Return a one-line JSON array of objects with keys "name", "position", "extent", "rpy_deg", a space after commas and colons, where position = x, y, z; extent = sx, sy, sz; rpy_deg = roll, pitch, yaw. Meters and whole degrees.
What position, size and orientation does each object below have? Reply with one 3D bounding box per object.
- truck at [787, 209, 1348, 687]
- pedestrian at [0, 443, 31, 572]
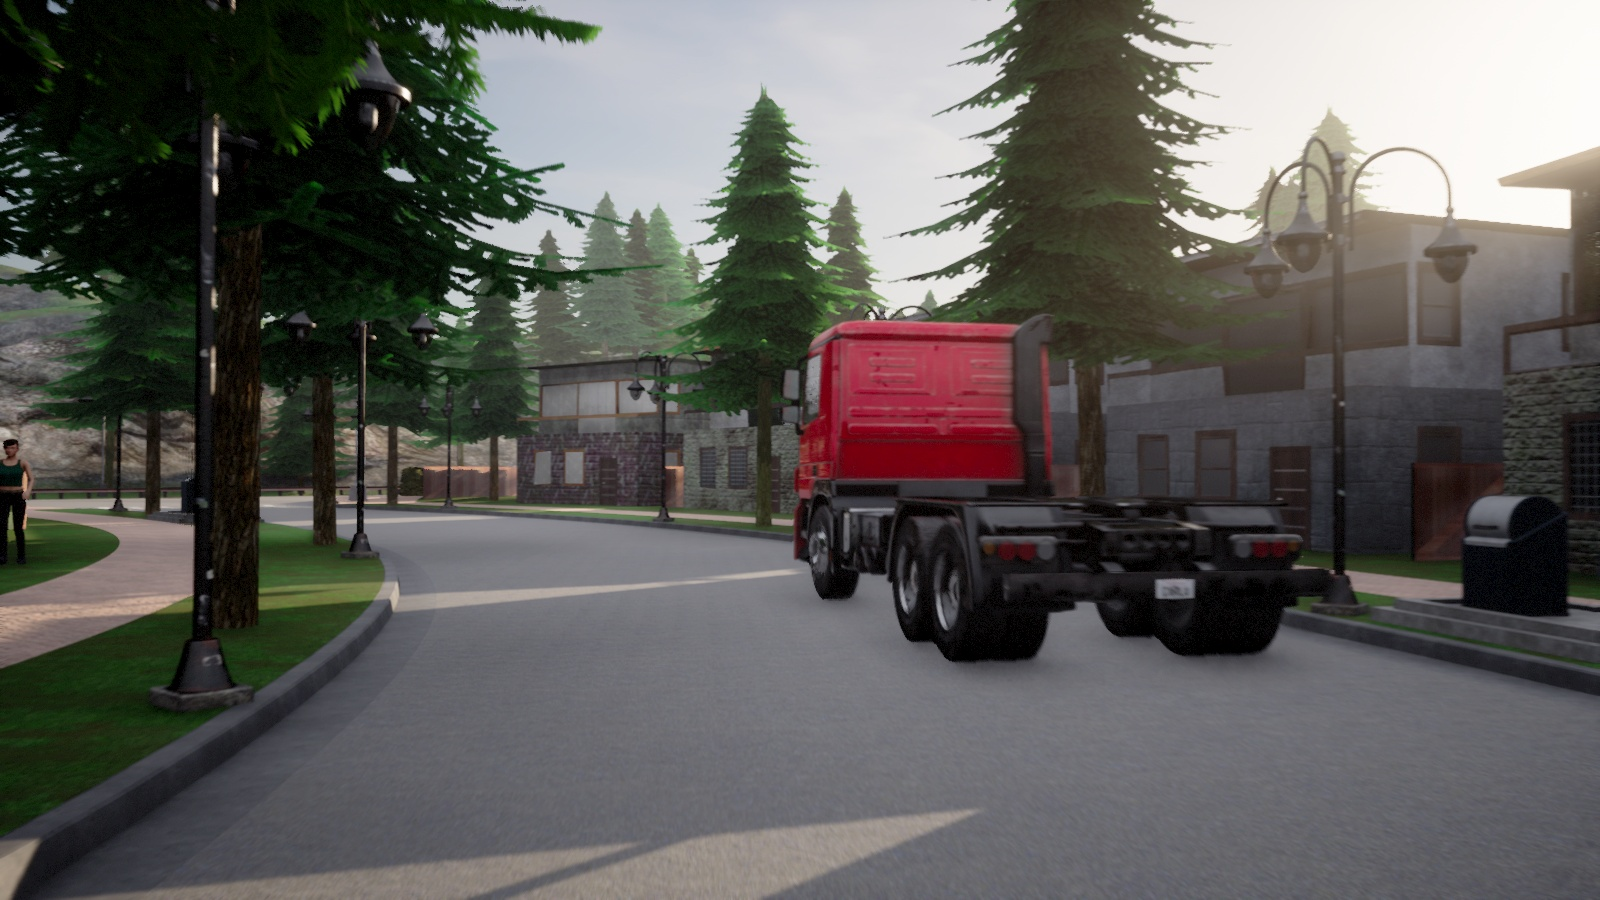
[{"name": "truck", "position": [2.010, 0.046, 13.257], "extent": [2.891, 3.462, 7.936], "rpy_deg": [0, -1, -11]}, {"name": "pedestrian", "position": [-11.424, 0.821, 18.215], "extent": [0.345, 1.836, 0.594], "rpy_deg": [0, -1, -20]}]
